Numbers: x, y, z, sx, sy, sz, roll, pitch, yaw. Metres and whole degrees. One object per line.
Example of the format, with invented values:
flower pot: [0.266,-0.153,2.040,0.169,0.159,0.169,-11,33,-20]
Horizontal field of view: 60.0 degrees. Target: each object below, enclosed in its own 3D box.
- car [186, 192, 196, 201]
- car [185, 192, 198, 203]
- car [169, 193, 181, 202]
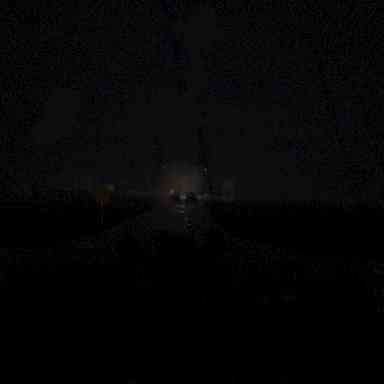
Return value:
car: [-0.124,0.835,63.246,1.837,1.490,4.892,0,1,0]
car: [-0.105,1.049,53.213,1.812,1.442,4.674,0,1,0]
car: [-2.865,0.911,58.234,1.882,1.535,5.008,0,1,0]
